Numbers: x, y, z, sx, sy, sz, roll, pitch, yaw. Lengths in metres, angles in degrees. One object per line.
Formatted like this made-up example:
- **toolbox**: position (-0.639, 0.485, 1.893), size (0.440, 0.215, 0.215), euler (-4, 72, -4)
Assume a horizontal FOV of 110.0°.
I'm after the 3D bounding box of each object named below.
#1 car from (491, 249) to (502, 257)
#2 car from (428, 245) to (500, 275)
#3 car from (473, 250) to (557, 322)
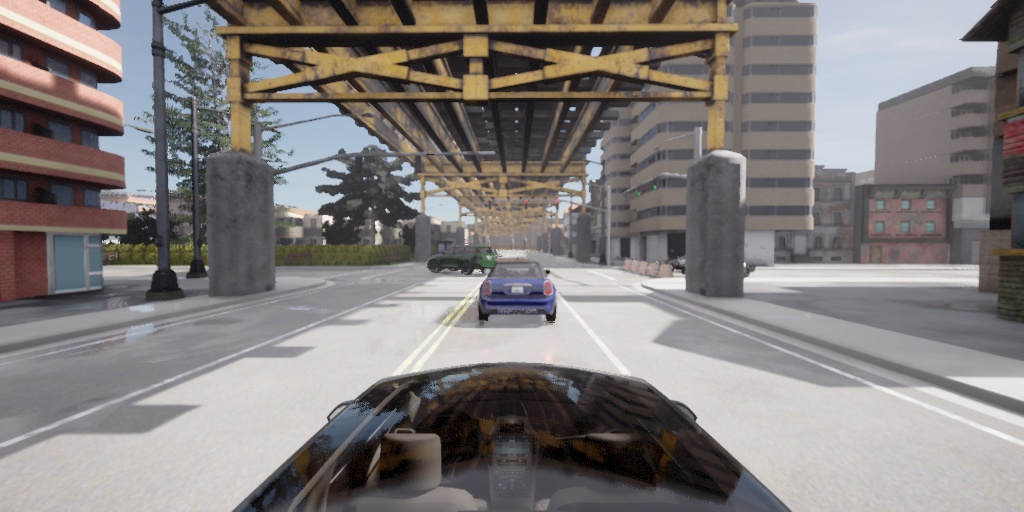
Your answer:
- **car**: position (-2.819, -0.546, 65.355), size (1.812, 1.442, 4.674), euler (0, 2, 1)
- **car**: position (-3.733, 0.260, 26.340), size (5.566, 2.045, 2.150), euler (1, 1, 37)
- **car**: position (0.175, 0.827, 11.263), size (2.097, 1.767, 4.553), euler (0, 2, 1)
